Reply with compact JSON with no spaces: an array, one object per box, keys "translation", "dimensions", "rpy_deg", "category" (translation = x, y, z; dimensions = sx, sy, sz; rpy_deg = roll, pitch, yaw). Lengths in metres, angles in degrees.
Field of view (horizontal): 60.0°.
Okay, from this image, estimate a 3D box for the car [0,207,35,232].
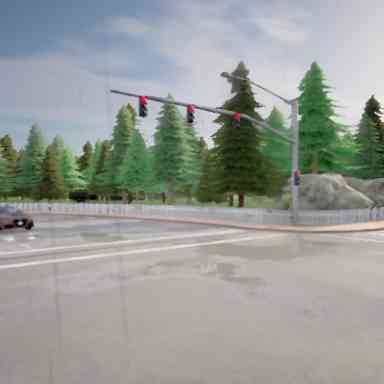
[{"translation":[-11.280,1.587,19.854],"dimensions":[4.181,1.385,1.994],"rpy_deg":[0,0,35],"category":"car"}]
